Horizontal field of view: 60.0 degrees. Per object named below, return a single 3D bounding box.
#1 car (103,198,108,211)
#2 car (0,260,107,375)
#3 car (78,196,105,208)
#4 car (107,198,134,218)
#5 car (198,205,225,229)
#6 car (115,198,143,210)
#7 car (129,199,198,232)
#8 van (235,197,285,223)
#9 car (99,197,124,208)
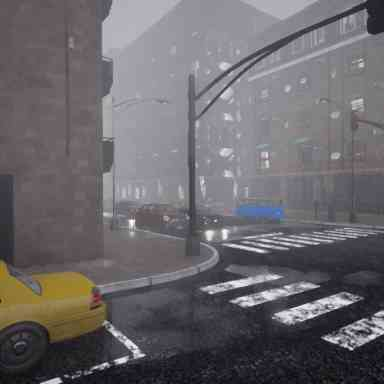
[{"bbox_3d":[-11.527,1.453,37.887,2.128,1.511,4.902,-1,0,-36],"label":"car"},{"bbox_3d":[-3.547,1.525,4.038,4.829,1.417,1.752,0,0,-35],"label":"car"},{"bbox_3d":[-14.255,1.430,47.010,2.128,1.511,4.902,-1,0,-36],"label":"car"},{"bbox_3d":[-5.587,1.494,29.663,1.812,1.442,4.674,-1,0,-36],"label":"car"},{"bbox_3d":[0.249,1.545,21.597,1.994,1.385,4.181,-1,0,-36],"label":"car"},{"bbox_3d":[-8.292,1.463,43.278,1.887,1.381,4.507,-1,0,-36],"label":"car"},{"bbox_3d":[-1.816,1.441,20.035,1.967,1.590,4.097,0,0,-36],"label":"car"},{"bbox_3d":[4.984,1.280,24.932,1.690,1.788,3.998,0,0,-36],"label":"van"},{"bbox_3d":[-11.610,1.463,47.865,1.887,1.381,4.507,-1,0,-36],"label":"car"}]
